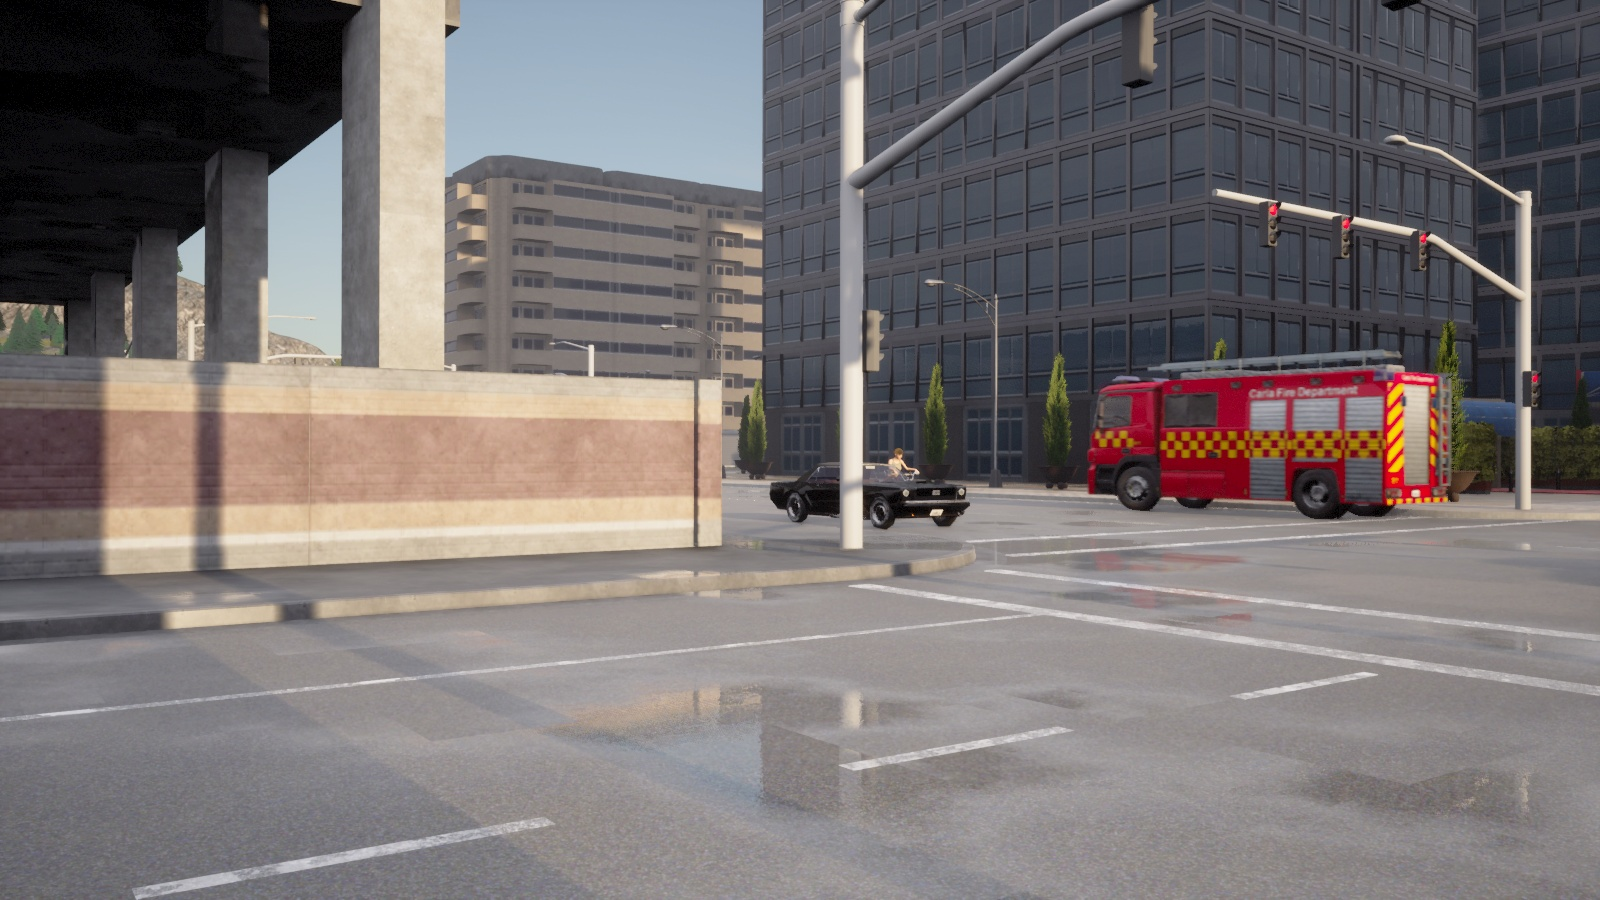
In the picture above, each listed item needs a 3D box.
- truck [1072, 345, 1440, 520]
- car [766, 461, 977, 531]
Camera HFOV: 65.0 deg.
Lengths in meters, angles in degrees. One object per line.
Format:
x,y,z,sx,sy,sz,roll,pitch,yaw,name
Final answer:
11.152,-0.366,31.695,2.891,3.827,8.468,0,0,-38,truck
1.379,0.907,26.381,1.895,1.301,4.718,0,0,-35,car
